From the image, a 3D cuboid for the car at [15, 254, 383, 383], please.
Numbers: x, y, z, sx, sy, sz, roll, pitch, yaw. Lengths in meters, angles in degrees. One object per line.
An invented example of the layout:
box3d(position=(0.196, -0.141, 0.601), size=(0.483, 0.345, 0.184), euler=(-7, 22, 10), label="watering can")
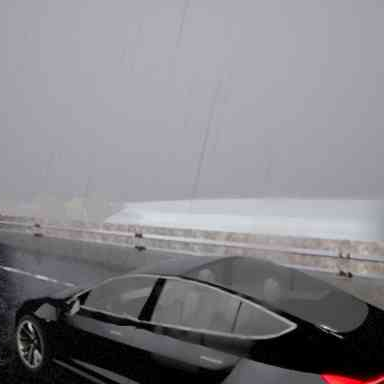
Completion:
box3d(position=(-0.190, 1.522, 4.016), size=(4.792, 1.488, 2.163), euler=(-1, 0, 36), label="car")
